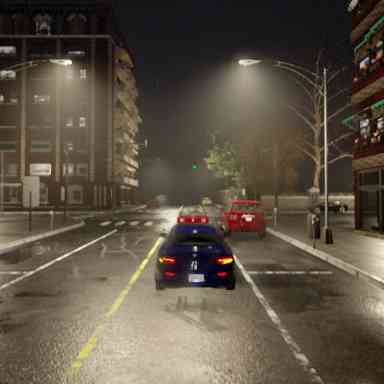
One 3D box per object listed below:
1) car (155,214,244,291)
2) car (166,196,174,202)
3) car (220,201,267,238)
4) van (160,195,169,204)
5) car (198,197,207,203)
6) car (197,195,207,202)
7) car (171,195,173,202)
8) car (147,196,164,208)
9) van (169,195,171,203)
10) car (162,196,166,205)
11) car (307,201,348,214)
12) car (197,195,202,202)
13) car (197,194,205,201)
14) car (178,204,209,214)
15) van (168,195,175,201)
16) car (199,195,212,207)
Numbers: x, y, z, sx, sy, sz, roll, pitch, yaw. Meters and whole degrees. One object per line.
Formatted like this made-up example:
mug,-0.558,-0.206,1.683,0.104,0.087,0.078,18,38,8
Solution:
car,0.080,1.553,8.938,1.812,1.442,4.674,0,0,0
car,-5.895,1.862,89.275,2.008,1.369,4.403,1,0,0
car,2.664,1.371,18.028,2.192,1.841,5.009,1,0,0
van,-5.822,1.547,61.582,1.690,1.788,3.998,1,0,0
car,2.512,1.833,78.210,1.947,1.339,4.313,1,0,0
car,2.503,1.604,83.749,2.192,1.841,5.009,1,0,0
car,-5.854,1.829,72.659,1.802,1.307,4.206,1,0,0
car,-5.800,1.749,50.505,1.802,1.307,4.206,1,0,0
van,-5.836,1.567,67.121,1.690,1.788,3.998,1,0,0
car,-5.814,1.768,56.042,1.802,1.307,4.206,1,0,0
car,15.123,1.707,37.090,4.313,1.339,1.947,0,-1,0
car,2.526,1.797,72.671,2.008,1.369,4.403,1,0,0
car,2.476,1.647,94.824,2.192,1.841,5.009,1,0,0
car,0.049,1.667,21.400,1.895,1.301,4.718,0,0,0
van,-5.904,1.674,94.814,1.690,1.788,3.998,1,0,0
car,2.567,1.712,56.228,1.752,1.417,4.829,1,0,0
